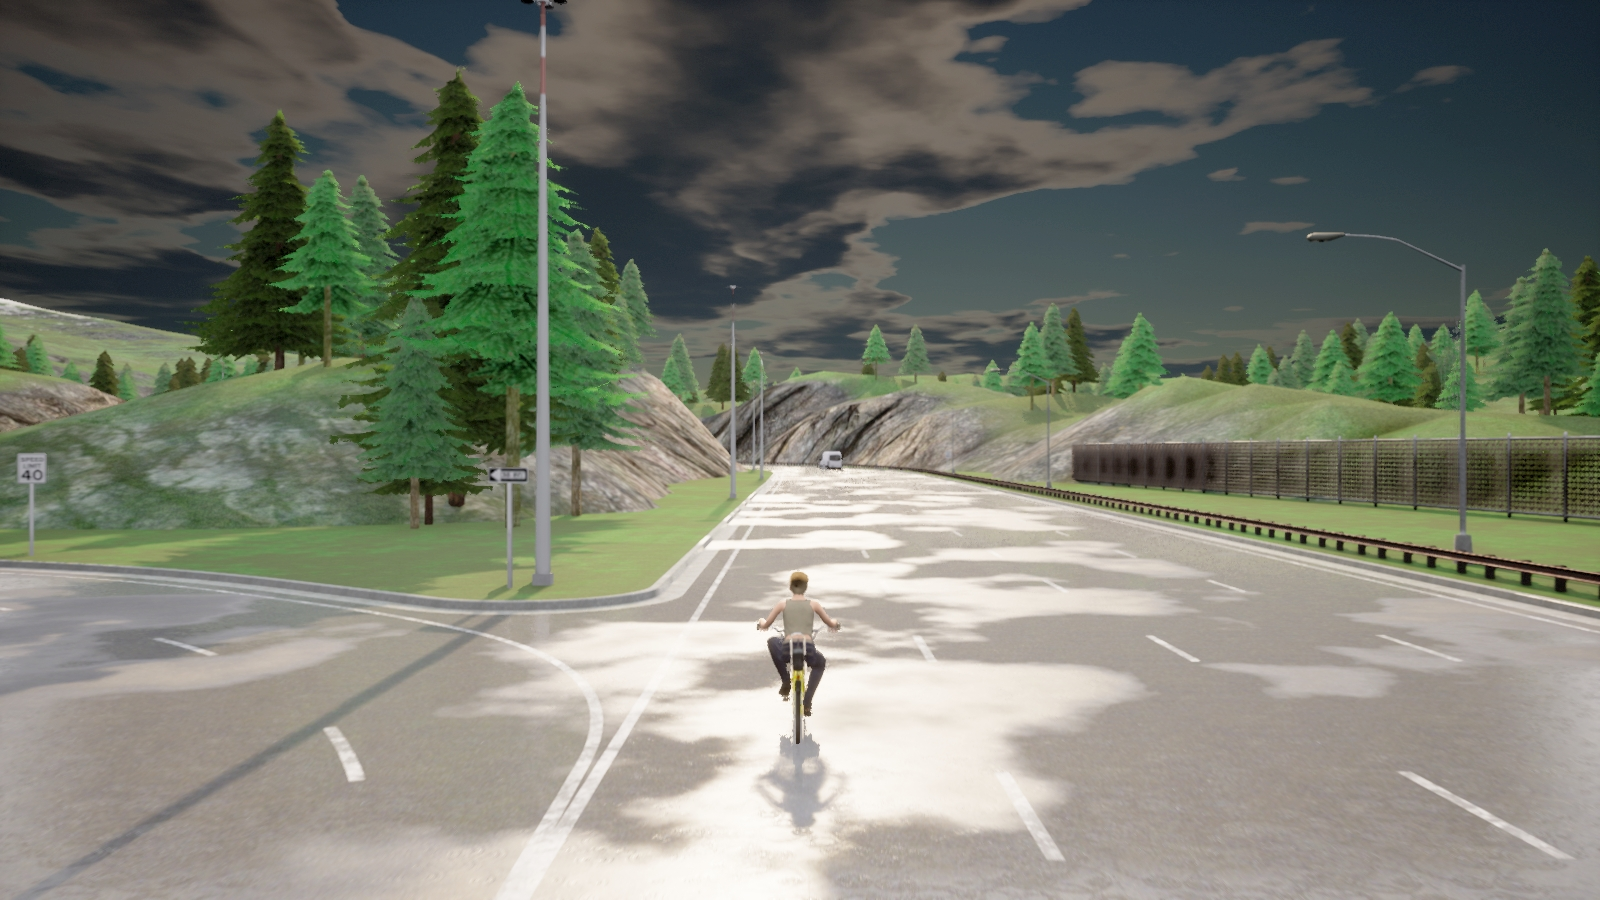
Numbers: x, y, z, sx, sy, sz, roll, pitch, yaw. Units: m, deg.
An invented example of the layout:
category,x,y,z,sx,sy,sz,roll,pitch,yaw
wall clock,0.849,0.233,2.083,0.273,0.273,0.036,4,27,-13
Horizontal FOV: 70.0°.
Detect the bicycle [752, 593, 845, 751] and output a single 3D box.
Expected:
category,x,y,z,sx,sy,sz,roll,pitch,yaw
bicycle,-0.014,2.154,11.334,0.859,1.276,1.487,0,0,0
